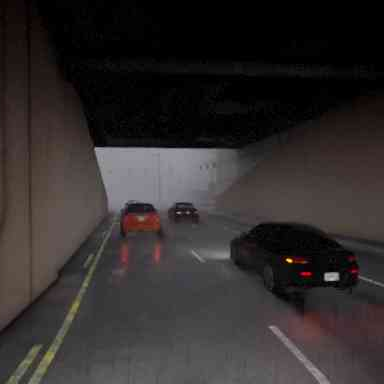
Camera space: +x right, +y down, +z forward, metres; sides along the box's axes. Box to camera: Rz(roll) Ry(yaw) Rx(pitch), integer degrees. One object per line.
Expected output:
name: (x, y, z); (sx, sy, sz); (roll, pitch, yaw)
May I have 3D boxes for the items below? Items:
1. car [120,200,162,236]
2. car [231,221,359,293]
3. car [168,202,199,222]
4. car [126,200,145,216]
car: (-2.899, 1.364, 18.627); (2.097, 1.767, 4.553); (-1, 0, -10)
car: (2.389, 1.493, 8.779); (1.812, 1.442, 4.674); (-1, 0, -9)
car: (-0.760, 1.528, 26.228); (2.033, 1.411, 5.357); (-1, 0, -11)
car: (-5.797, 1.548, 33.885); (1.812, 1.442, 4.674); (-1, 0, -11)
